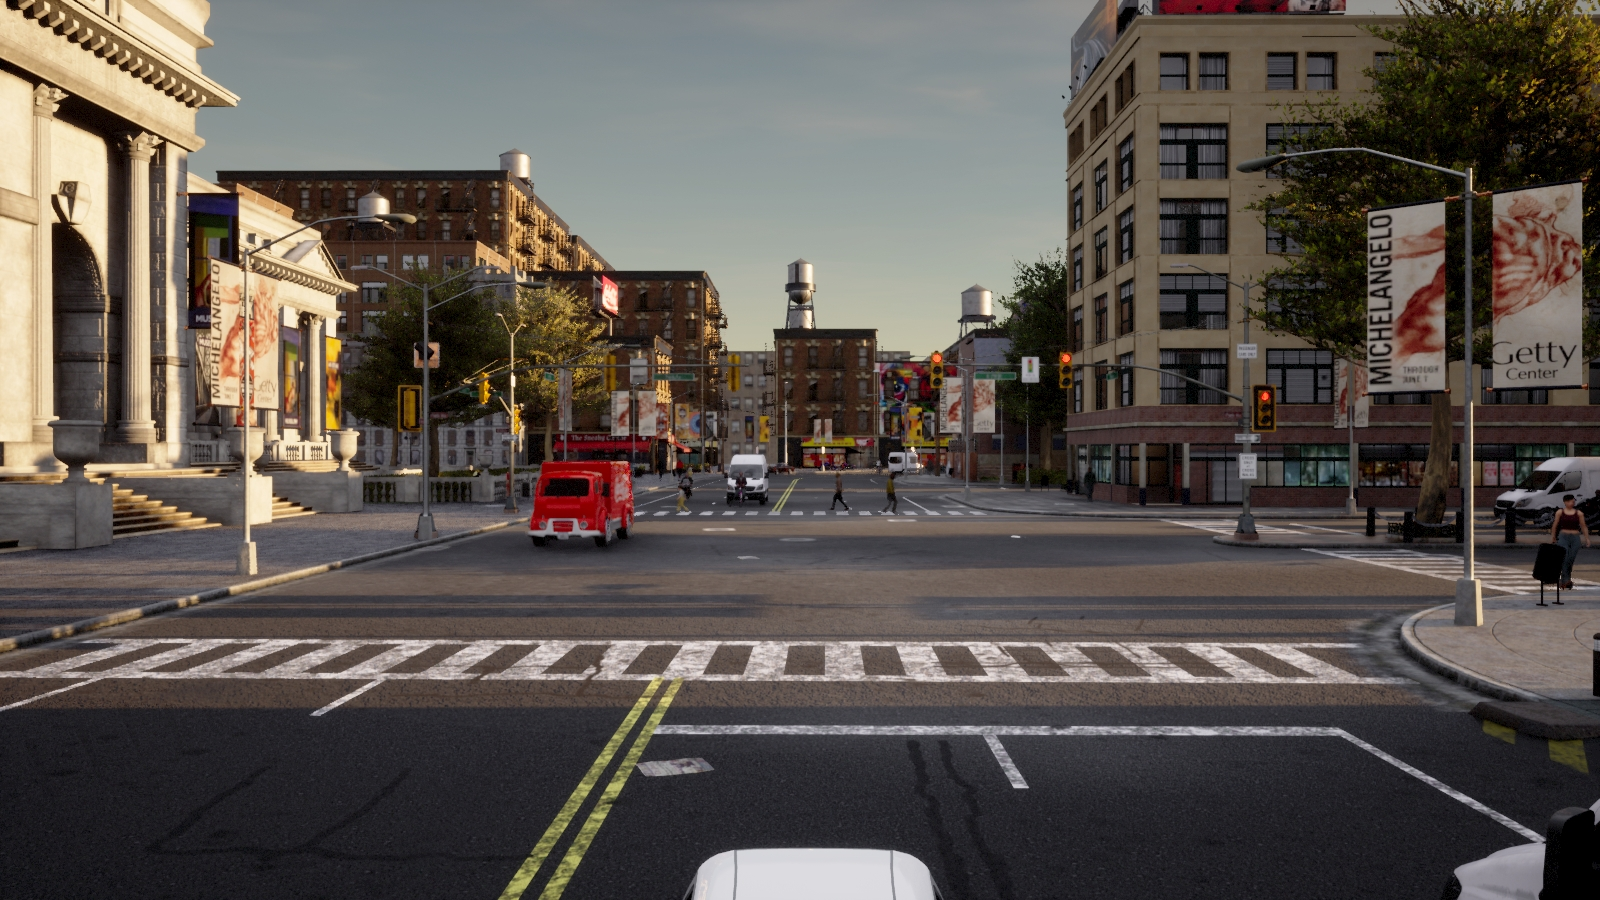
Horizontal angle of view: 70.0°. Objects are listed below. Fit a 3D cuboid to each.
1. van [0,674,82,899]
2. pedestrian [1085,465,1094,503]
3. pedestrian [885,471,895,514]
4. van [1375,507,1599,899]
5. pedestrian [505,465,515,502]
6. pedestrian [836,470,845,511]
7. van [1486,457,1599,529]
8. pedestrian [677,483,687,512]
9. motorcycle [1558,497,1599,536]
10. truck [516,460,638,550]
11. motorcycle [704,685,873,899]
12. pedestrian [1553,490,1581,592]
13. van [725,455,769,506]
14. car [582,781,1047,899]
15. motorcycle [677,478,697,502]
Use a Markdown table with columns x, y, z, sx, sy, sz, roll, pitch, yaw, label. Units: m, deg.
| x | y | z | sx | sy | sz | roll | pitch | yaw | label |
| --- | --- | --- | --- | --- | --- | --- | --- | --- | --- |
| -3.499 | 1.782 | 1.658 | 2.069 | 2.038 | 4.480 | 0 | 0 | 1 | van |
| 14.502 | 1.696 | 57.195 | 0.375 | 1.860 | 0.375 | 0 | 0 | 0 | pedestrian |
| 3.916 | 1.849 | 49.687 | 0.375 | 1.860 | 0.375 | 0 | 0 | -1 | pedestrian |
| 3.538 | 1.534 | 2.141 | 1.988 | 2.561 | 5.915 | 0 | 0 | 1 | van |
| -14.593 | 1.697 | 57.569 | 0.375 | 1.860 | 0.375 | 0 | 0 | 8 | pedestrian |
| 1.837 | 1.848 | 51.927 | 0.375 | 1.860 | 0.375 | 0 | 0 | 1 | pedestrian |
| 28.485 | 1.534 | 41.518 | 5.915 | 2.561 | 1.988 | 0 | 0 | 1 | van |
| -5.270 | 2.128 | 51.027 | 0.375 | 1.300 | 0.375 | 0 | 0 | 4 | pedestrian |
| 26.649 | 2.205 | 38.041 | 2.209 | 1.251 | 0.867 | 0 | 0 | 1 | motorcycle |
| -6.590 | 1.567 | 34.487 | 2.627 | 2.467 | 5.204 | 0 | 0 | 1 | truck |
| -0.047 | 2.182 | 6.691 | 0.856 | 1.236 | 1.805 | 0 | 0 | 1 | motorcycle |
| 14.366 | 1.696 | 21.398 | 0.375 | 1.860 | 0.375 | 0 | 0 | 23 | pedestrian |
| -2.739 | 1.534 | 60.689 | 1.988 | 2.561 | 5.915 | 0 | 0 | 1 | van |
| 0.047 | 2.120 | 3.817 | 1.481 | 1.376 | 2.207 | 0 | 0 | 0 | car |
| -6.217 | 2.205 | 62.895 | 0.867 | 1.251 | 2.209 | 0 | 0 | 1 | motorcycle |
